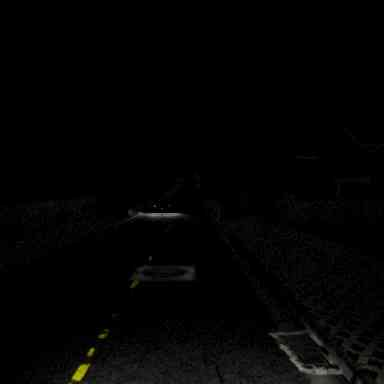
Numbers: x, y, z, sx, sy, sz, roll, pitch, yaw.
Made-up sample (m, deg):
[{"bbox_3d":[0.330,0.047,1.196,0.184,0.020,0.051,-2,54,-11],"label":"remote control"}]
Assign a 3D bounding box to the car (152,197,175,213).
[{"bbox_3d":[-2.837,1.277,33.656,1.812,1.442,4.674,0,1,0],"label":"car"}]
